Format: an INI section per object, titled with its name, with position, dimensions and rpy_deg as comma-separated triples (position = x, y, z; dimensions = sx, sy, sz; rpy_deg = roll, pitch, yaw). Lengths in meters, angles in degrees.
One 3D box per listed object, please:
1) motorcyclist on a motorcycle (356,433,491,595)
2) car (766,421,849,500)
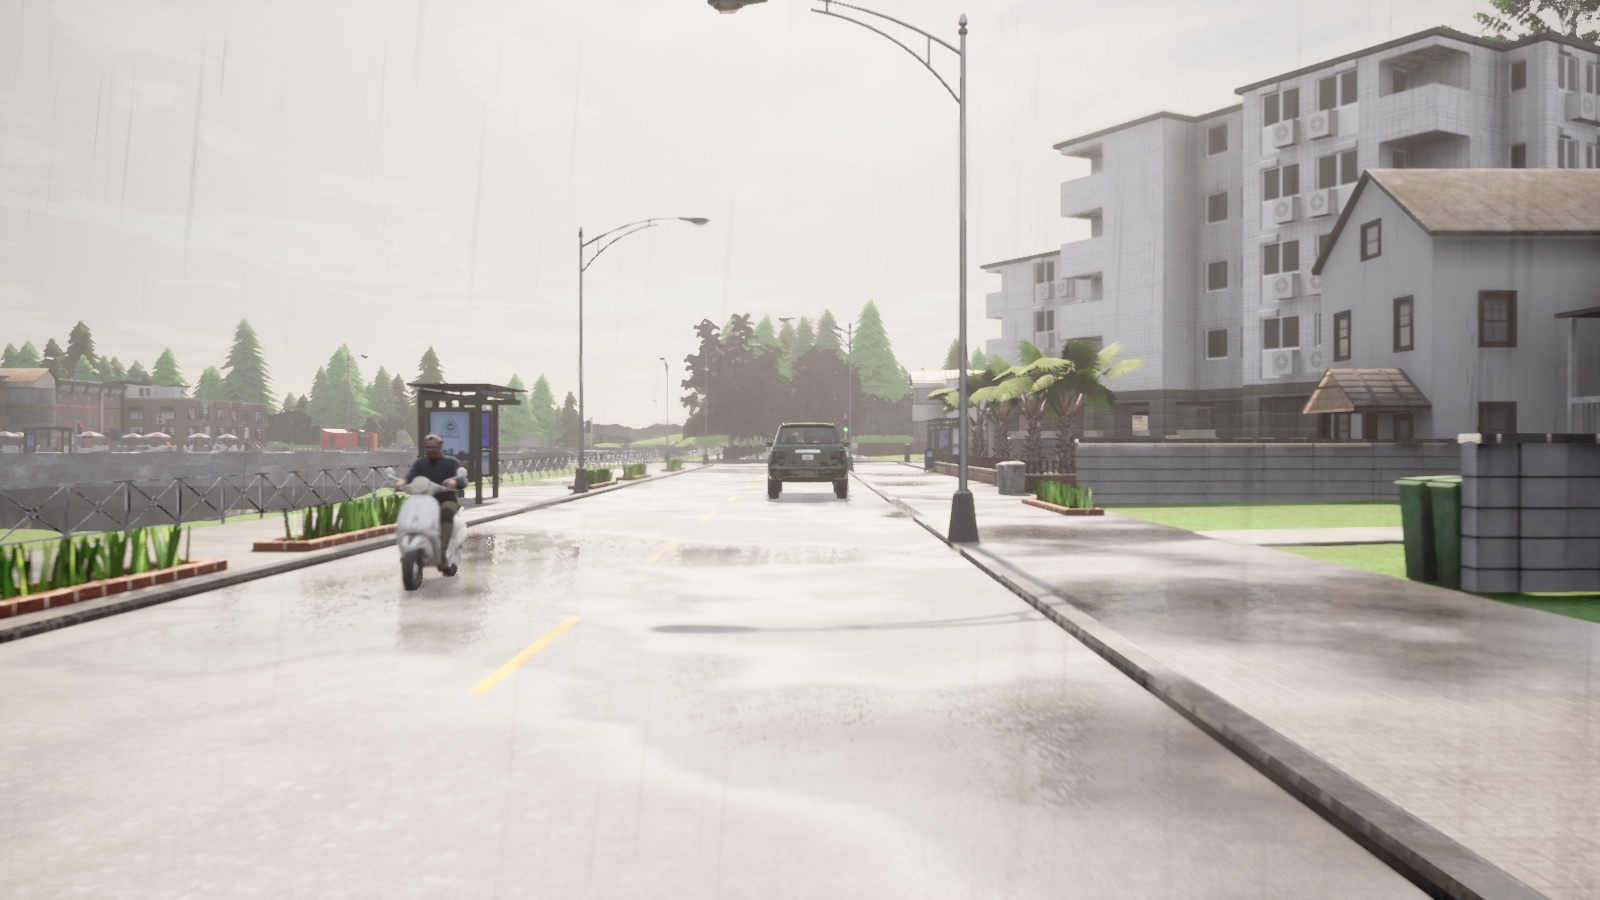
[motorcyclist on a motorcycle]
position = -3.909, 0.622, 13.209
dimensions = 0.866, 1.590, 1.817
rpy_deg = 0, 0, 0
[car]
position = 0.220, 0.266, 35.439
dimensions = 2.150, 2.045, 5.566
rpy_deg = 0, 0, 0
